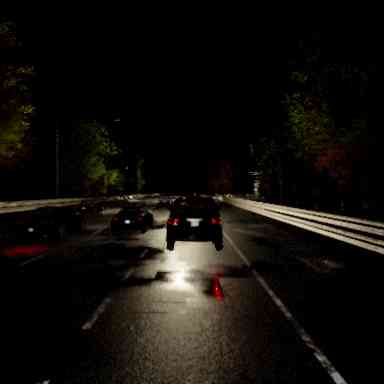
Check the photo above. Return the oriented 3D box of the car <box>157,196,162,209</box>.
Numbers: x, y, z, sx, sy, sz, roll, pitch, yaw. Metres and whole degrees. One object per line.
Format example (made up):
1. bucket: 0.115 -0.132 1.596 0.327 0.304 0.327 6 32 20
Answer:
1. car: -3.396 1.299 43.445 2.097 1.767 4.553 0 0 0

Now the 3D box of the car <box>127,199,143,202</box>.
1. car: -6.896 1.498 40.601 2.033 1.411 5.357 0 0 0

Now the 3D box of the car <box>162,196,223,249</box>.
1. car: 0.101 1.204 14.514 2.150 2.045 5.566 0 0 0

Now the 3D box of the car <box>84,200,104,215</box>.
1. car: -10.396 1.522 33.920 1.994 1.385 4.181 0 0 0

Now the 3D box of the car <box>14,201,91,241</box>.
1. car: -6.898 1.456 16.709 1.882 1.535 5.008 0 0 0

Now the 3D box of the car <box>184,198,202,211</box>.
1. car: 0.104 1.498 41.229 2.033 1.411 5.357 0 0 0

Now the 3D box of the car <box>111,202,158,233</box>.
1. car: -3.397 1.539 19.529 1.994 1.385 4.181 0 0 0
